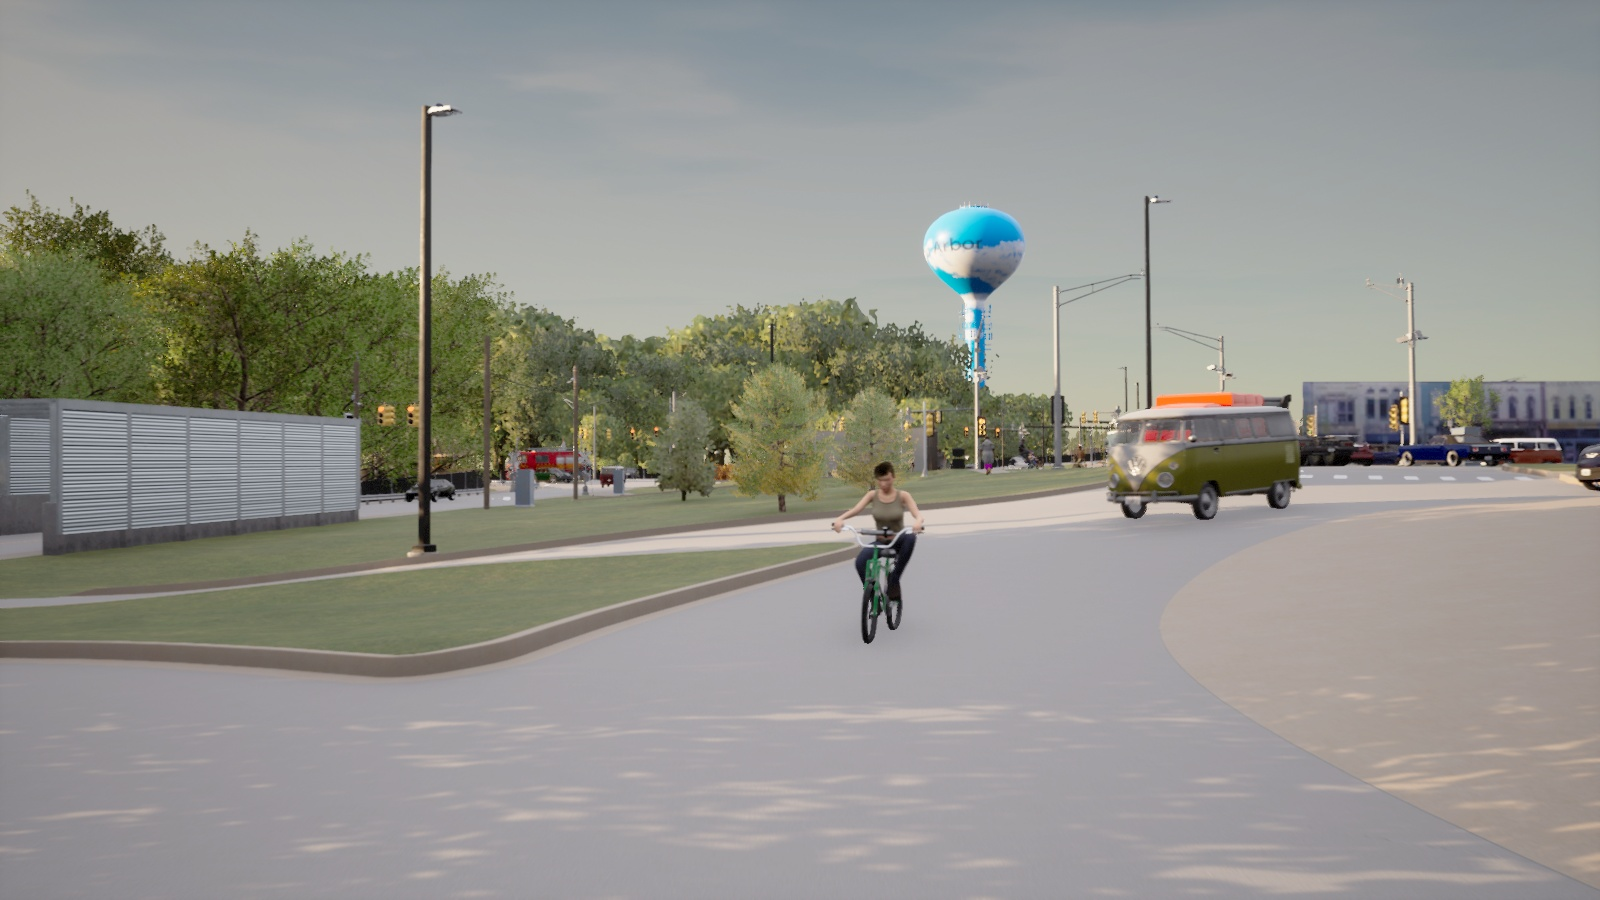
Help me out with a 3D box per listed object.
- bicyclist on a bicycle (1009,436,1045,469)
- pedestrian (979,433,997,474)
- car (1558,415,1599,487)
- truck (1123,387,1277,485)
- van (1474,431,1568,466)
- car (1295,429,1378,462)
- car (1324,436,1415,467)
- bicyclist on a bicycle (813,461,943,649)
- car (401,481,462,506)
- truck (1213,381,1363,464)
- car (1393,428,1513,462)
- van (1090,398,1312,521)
[{"bbox_3d":[12.602,0.141,69.661,1.843,1.776,0.659,-1,-1,28],"label":"bicyclist on a bicycle"},{"bbox_3d":[9.062,0.162,60.521,0.659,1.952,0.873,-1,-2,18],"label":"pedestrian"},{"bbox_3d":[18.588,-0.034,26.802,3.633,1.501,1.845,-2,-2,1],"label":"car"},{"bbox_3d":[11.161,-0.414,34.785,2.627,2.467,5.204,-2,1,34],"label":"truck"},{"bbox_3d":[43.878,-0.055,76.493,4.480,2.038,2.069,0,-2,-1],"label":"van"},{"bbox_3d":[25.244,-0.193,59.208,1.970,1.475,3.806,0,-1,-6],"label":"car"},{"bbox_3d":[34.607,0.124,76.435,4.553,1.767,2.097,0,-2,2],"label":"car"},{"bbox_3d":[0.748,0.905,11.598,0.866,1.612,1.509,0,-1,17],"label":"bicyclist on a bicycle"},{"bbox_3d":[-23.920,2.792,81.673,2.163,1.488,4.792,-1,0,5],"label":"car"},{"bbox_3d":[22.223,-1.136,57.817,2.891,3.462,7.936,-1,-1,-8],"label":"truck"},{"bbox_3d":[26.288,-0.184,50.745,1.895,1.301,4.718,0,0,-8],"label":"car"},{"bbox_3d":[7.511,0.138,23.314,4.442,1.987,1.775,-4,0,-41],"label":"van"}]
